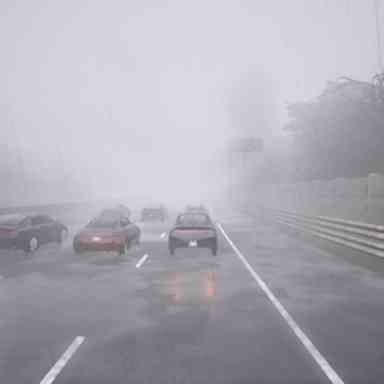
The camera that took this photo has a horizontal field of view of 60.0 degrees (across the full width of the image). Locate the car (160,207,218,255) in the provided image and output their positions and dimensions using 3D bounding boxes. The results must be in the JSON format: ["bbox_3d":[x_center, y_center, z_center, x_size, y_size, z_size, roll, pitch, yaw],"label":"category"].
[{"bbox_3d":[0.066,1.622,13.992,2.128,1.511,4.902,0,0,1],"label":"car"}]

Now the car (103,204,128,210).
[{"bbox_3d":[-6.678,1.755,29.081,1.812,1.442,4.674,0,0,2],"label":"car"}]

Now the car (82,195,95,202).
[{"bbox_3d":[-22.370,1.410,73.052,2.033,1.411,5.357,0,1,3],"label":"car"}]

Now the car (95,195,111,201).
[{"bbox_3d":[-18.878,1.373,72.821,1.837,1.490,4.892,0,1,3],"label":"car"}]

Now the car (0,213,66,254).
[{"bbox_3d":[-6.933,1.636,14.078,1.837,1.490,4.892,0,0,1],"label":"car"}]

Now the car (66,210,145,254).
[{"bbox_3d":[-3.433,1.693,14.059,1.994,1.385,4.181,0,0,1],"label":"car"}]

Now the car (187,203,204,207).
[{"bbox_3d":[0.317,1.724,28.828,2.128,1.511,4.902,0,0,2],"label":"car"}]

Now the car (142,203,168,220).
[{"bbox_3d":[-3.175,1.708,29.100,1.882,1.535,5.008,0,0,2],"label":"car"}]

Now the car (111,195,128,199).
[{"bbox_3d":[-15.386,1.415,72.590,2.033,1.411,5.357,0,1,3],"label":"car"}]
